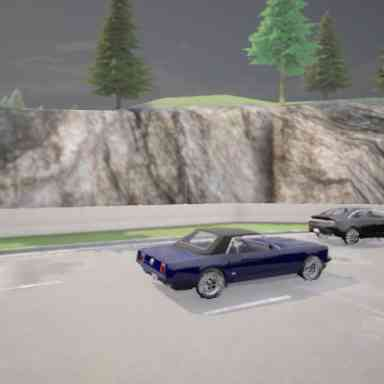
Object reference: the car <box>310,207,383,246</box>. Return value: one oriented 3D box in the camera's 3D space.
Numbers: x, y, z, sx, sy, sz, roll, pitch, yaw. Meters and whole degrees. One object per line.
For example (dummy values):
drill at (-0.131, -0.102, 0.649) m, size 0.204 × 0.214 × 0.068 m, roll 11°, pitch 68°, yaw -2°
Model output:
car at (7.533, 1.415, 14.768) m, size 4.902 × 1.511 × 2.128 m, roll 0°, pitch 0°, yaw -19°

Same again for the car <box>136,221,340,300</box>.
car at (1.171, 1.541, 8.161) m, size 4.718 × 1.301 × 1.895 m, roll 0°, pitch 0°, yaw -28°
